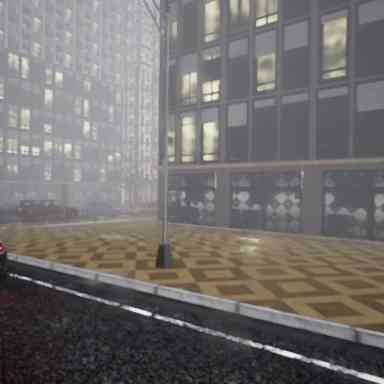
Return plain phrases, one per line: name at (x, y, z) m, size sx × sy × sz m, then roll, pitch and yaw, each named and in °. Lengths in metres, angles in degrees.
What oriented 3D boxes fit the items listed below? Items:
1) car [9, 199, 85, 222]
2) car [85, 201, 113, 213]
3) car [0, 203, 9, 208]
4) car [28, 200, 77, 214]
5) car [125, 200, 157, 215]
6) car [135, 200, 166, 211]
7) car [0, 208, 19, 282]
car at (-12.129, 1.537, 28.109) m, size 2.192 × 1.841 × 5.009 m, roll 0°, pitch 0°, yaw 36°
car at (-11.709, 1.755, 38.413) m, size 2.033 × 1.411 × 5.357 m, roll 1°, pitch 0°, yaw 37°
car at (-17.500, 1.723, 30.576) m, size 1.895 × 1.301 × 4.718 m, roll 1°, pitch 0°, yaw 36°
car at (-15.622, 1.666, 37.486) m, size 1.752 × 1.417 × 4.829 m, roll 1°, pitch 0°, yaw 36°
car at (-5.327, 1.847, 37.317) m, size 1.752 × 1.417 × 4.829 m, roll 0°, pitch 0°, yaw 36°
car at (-5.730, 1.858, 46.482) m, size 1.994 × 1.385 × 4.181 m, roll 1°, pitch 0°, yaw 37°
car at (-6.673, 1.353, 8.442) m, size 4.553 × 1.767 × 2.097 m, roll 0°, pitch 0°, yaw 35°
